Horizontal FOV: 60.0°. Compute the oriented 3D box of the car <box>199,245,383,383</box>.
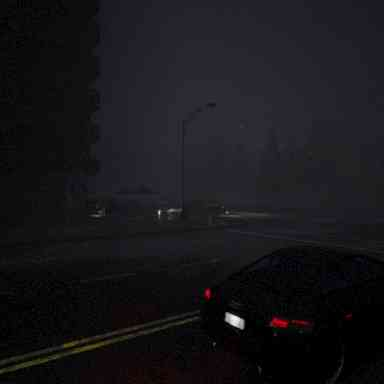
[{"bbox_3d":[2.164,1.564,5.293,4.181,1.385,1.994,0,0,-35],"label":"car"}]

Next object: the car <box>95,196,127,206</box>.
[{"bbox_3d":[-12.990,1.491,50.347,5.357,1.411,2.033,0,0,30],"label":"car"}]

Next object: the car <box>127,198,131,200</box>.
[{"bbox_3d":[-11.545,1.422,53.387,5.008,1.535,1.882,0,0,29],"label":"car"}]

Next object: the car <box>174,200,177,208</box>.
[{"bbox_3d":[-3.572,1.449,46.281,1.837,1.490,4.892,0,0,-40],"label":"car"}]

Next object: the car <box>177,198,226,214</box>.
[{"bbox_3d":[0.902,1.422,34.536,1.882,1.535,5.008,0,0,-36],"label":"car"}]

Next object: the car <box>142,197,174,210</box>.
[{"bbox_3d":[-4.630,1.470,42.062,1.812,1.442,4.674,0,0,-38],"label":"car"}]
